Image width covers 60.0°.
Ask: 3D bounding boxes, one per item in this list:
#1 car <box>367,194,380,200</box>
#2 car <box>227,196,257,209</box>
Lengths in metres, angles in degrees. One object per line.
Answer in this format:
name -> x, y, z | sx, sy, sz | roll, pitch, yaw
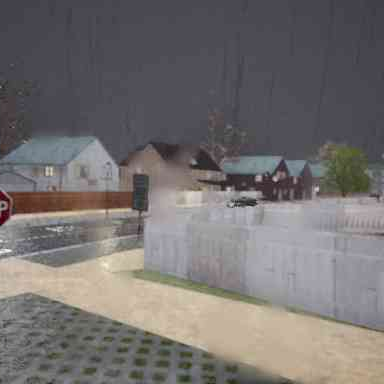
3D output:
car -> 39.215, 1.168, 71.624 | 4.674, 1.442, 1.812 | 0, 3, -43
car -> 5.751, 1.223, 37.981 | 2.128, 1.511, 4.902 | 4, 2, 36
